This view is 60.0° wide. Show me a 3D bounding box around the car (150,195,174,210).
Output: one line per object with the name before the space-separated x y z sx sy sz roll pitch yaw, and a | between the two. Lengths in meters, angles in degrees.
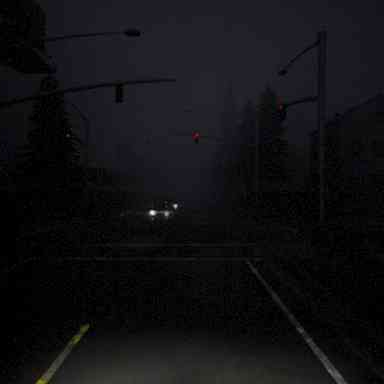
car | -3.580 1.136 38.757 2.097 1.767 4.553 0 0 0

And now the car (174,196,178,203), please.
car | -3.504 1.278 58.023 1.895 1.301 4.718 0 0 0
